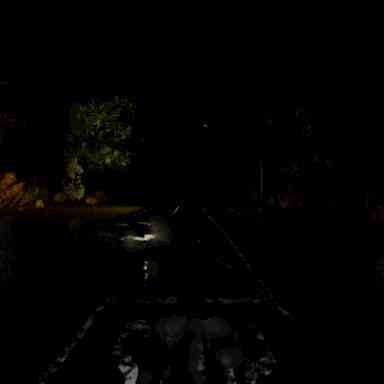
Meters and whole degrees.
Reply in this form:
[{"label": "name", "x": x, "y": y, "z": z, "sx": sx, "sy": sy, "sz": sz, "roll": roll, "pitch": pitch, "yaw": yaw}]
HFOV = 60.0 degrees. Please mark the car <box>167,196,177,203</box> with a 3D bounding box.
[{"label": "car", "x": -4.064, "y": 1.512, "z": 68.667, "sx": 1.837, "sy": 1.490, "sz": 4.892, "roll": 0, "pitch": 0, "yaw": -1}]
